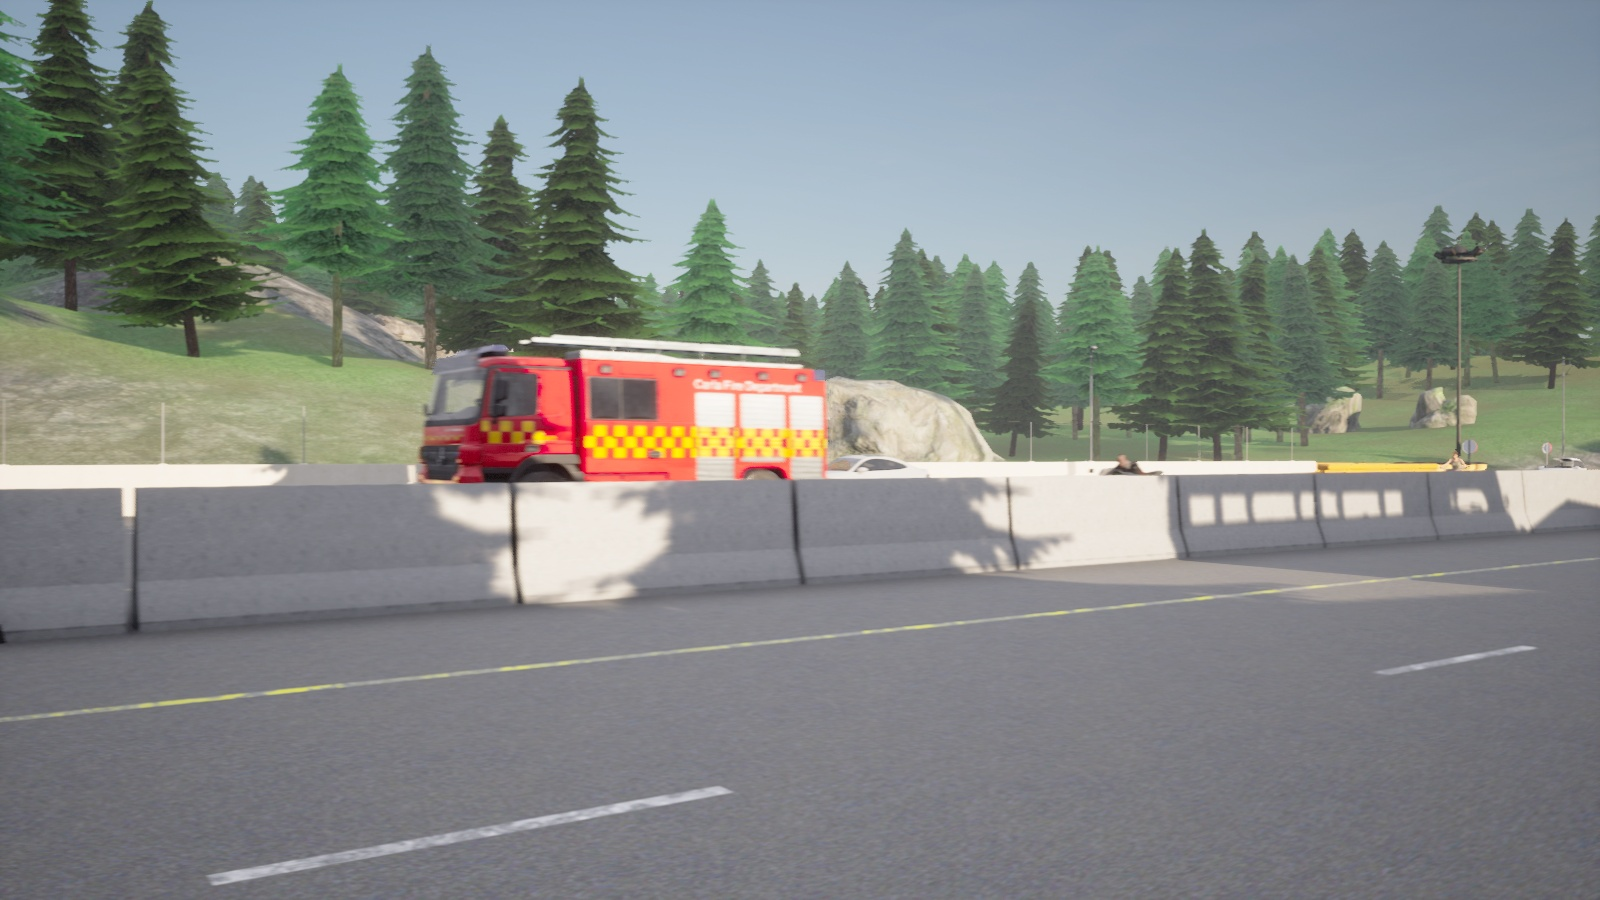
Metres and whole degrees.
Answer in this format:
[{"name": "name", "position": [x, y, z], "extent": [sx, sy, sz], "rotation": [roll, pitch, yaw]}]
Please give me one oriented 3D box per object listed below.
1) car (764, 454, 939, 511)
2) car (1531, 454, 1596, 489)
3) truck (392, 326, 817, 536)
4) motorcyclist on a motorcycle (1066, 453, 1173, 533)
[{"name": "car", "position": [1.463, 0.852, 34.526], "extent": [4.674, 1.442, 1.812], "rotation": [0, 0, -35]}, {"name": "car", "position": [30.803, 0.858, 50.684], "extent": [2.207, 1.376, 1.481], "rotation": [1, -1, -35]}, {"name": "truck", "position": [-3.919, -0.346, 26.520], "extent": [8.468, 3.827, 2.891], "rotation": [0, 0, -35]}, {"name": "motorcyclist on a motorcycle", "position": [6.415, 0.828, 25.181], "extent": [2.191, 1.530, 0.866], "rotation": [0, 0, -35]}]
